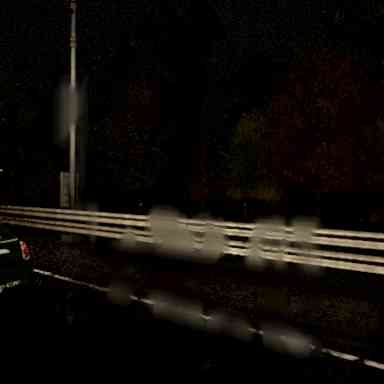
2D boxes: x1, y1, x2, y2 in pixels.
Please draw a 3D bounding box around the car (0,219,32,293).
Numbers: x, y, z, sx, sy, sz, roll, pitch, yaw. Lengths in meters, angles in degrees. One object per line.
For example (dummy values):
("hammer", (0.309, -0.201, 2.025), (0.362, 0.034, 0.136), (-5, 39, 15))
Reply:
("car", (-5.658, 1.245, 6.892), (4.553, 1.767, 2.097), (1, 1, 21))
